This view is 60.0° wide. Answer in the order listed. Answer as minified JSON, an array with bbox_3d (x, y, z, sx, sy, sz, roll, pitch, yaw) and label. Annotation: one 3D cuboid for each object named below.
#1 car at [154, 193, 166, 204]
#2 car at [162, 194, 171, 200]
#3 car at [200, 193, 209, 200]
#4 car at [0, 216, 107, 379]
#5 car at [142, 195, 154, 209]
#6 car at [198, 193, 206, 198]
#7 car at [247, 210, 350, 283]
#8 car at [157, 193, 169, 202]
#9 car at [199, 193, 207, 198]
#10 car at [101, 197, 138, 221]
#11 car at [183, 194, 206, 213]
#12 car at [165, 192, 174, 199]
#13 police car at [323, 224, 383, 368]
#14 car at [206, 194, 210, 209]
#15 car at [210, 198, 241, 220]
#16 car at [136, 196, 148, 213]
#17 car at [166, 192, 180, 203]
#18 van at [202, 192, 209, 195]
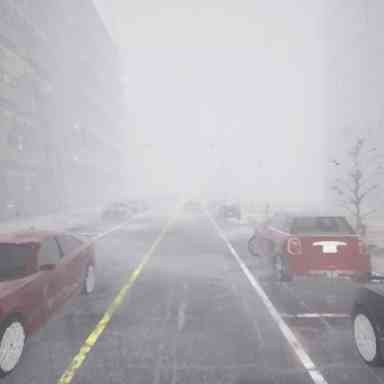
[{"bbox_3d":[-5.671,1.203,53.449,1.802,1.307,4.206,1,0,0],"label":"car"},{"bbox_3d":[-5.747,1.048,75.727,1.802,1.307,4.206,1,0,0],"label":"car"},{"bbox_3d":[2.797,1.006,76.435,1.887,1.381,4.507,1,0,0],"label":"car"},{"bbox_3d":[-3.100,1.437,5.647,1.882,1.535,5.008,0,1,0],"label":"car"},{"bbox_3d":[-5.672,1.179,36.739,1.967,1.590,4.097,1,0,0],"label":"car"},{"bbox_3d":[2.845,0.902,92.435,2.008,1.369,4.403,1,0,0],"label":"car"},{"bbox_3d":[3.114,1.282,9.638,2.097,1.767,4.553,0,0,0],"label":"car"},{"bbox_3d":[-5.672,0.984,64.588,1.967,1.590,4.097,1,0,0],"label":"car"},{"bbox_3d":[2.844,0.940,86.865,2.008,1.369,4.403,1,0,0],"label":"car"},{"bbox_3d":[-5.675,1.362,25.601,1.887,1.381,4.507,1,0,0],"label":"car"},{"bbox_3d":[0.095,1.244,32.792,1.882,1.535,5.008,0,0,0],"label":"car"},{"bbox_3d":[-5.794,0.845,84.630,1.967,1.590,4.097,1,0,0],"label":"car"},{"bbox_3d":[3.134,1.404,2.778,1.930,1.638,5.238,0,0,0],"label":"police car"},{"bbox_3d":[2.707,1.289,36.738,2.008,1.369,4.403,1,0,0],"label":"car"},{"bbox_3d":[2.705,1.362,25.598,1.887,1.381,4.507,1,0,0],"label":"car"},{"bbox_3d":[-5.674,1.344,31.171,1.947,1.339,4.313,1,0,0],"label":"car"},{"bbox_3d":[-3.017,1.108,56.311,1.837,1.490,4.892,0,0,1],"label":"car"},{"bbox_3d":[2.742,0.861,67.973,1.690,1.788,3.998,1,0,0],"label":"van"}]
